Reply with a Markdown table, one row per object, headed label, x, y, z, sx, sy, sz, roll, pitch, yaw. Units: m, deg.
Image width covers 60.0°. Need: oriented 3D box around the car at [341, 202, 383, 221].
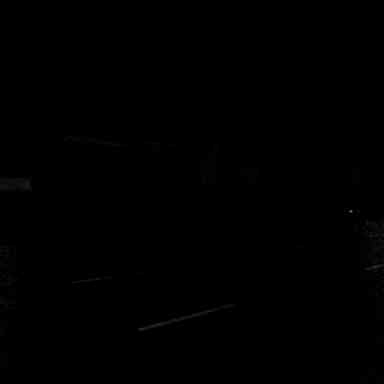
| label | x | y | z | sx | sy | sz | roll | pitch | yaw |
| --- | --- | --- | --- | --- | --- | --- | --- | --- | --- |
| car | 14.132 | 1.525 | 26.735 | 5.357 | 1.411 | 2.033 | 0 | 0 | -36 |
